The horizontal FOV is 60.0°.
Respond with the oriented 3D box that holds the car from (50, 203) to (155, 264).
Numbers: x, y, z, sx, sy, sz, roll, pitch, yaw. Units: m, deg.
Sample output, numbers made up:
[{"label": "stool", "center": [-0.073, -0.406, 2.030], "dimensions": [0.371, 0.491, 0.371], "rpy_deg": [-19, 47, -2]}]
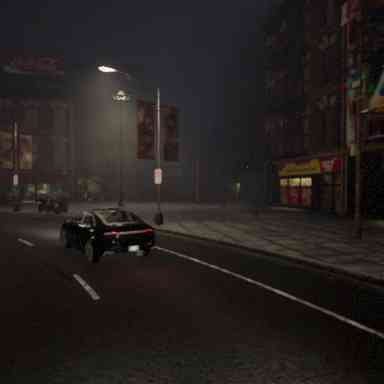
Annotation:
[{"label": "car", "center": [-2.993, 1.299, 11.162], "dimensions": [2.128, 1.511, 4.902], "rpy_deg": [0, 1, -35]}]
